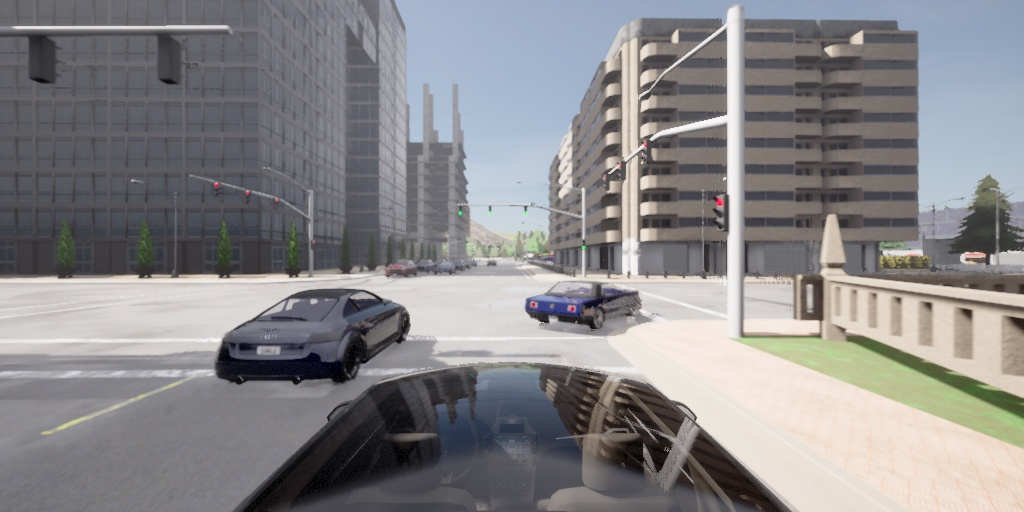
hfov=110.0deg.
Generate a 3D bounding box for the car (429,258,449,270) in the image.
[{"bbox_3d":[-11.003,1.182,54.445,2.097,1.767,4.553,0,0,0],"label":"car"}]

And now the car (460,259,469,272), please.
[{"bbox_3d":[-7.478,1.171,48.363,2.097,1.767,4.553,0,0,0],"label":"car"}]

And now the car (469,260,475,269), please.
[{"bbox_3d":[-7.510,1.337,57.528,1.837,1.490,4.892,0,0,0],"label":"car"}]

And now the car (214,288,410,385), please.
[{"bbox_3d":[-3.489,1.324,7.154,1.994,1.385,4.181,0,0,0],"label":"car"}]

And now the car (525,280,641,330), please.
[{"bbox_3d":[2.502,1.411,11.467,1.895,1.301,4.718,0,0,38],"label":"car"}]

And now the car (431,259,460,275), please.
[{"bbox_3d":[-7.414,1.334,40.239,1.812,1.442,4.674,0,0,0],"label":"car"}]

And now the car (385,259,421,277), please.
[{"bbox_3d":[-10.897,1.155,35.555,2.097,1.767,4.553,0,0,0],"label":"car"}]

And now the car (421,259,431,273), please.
[{"bbox_3d":[-10.949,1.167,44.407,2.097,1.767,4.553,0,0,0],"label":"car"}]
